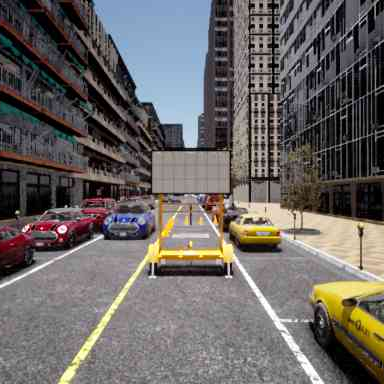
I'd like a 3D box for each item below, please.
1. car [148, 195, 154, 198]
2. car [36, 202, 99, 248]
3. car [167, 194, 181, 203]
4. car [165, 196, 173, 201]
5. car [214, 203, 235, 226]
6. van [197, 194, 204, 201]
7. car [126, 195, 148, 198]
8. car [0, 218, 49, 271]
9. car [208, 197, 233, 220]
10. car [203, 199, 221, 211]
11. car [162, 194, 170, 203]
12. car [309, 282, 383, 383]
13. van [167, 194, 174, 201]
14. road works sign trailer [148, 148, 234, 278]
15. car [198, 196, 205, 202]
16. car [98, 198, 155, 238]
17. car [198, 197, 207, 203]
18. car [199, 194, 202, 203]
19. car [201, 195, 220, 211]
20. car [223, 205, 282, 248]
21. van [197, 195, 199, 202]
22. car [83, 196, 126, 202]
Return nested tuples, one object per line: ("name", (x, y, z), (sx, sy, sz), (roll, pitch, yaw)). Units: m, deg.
("car", (-5.861, 1.364, 42.863), (2.192, 1.841, 5.009), (0, 0, 0))
("car", (-5.744, 1.447, 14.545), (1.967, 1.590, 4.097), (0, 0, 0))
("car", (-3.272, 1.681, 65.795), (1.994, 1.385, 4.181), (0, 0, 0))
("car", (-6.052, 1.772, 88.166), (1.947, 1.339, 4.313), (0, 0, 0))
("car", (2.612, 1.579, 20.244), (1.947, 1.339, 4.313), (0, 0, 0))
("van", (2.328, 1.547, 88.202), (1.690, 1.788, 3.998), (0, 0, 0))
("car", (-5.813, 1.342, 31.535), (2.192, 1.841, 5.009), (0, 0, 0))
("car", (-5.721, 1.585, 8.882), (1.802, 1.307, 4.206), (0, 0, 0))
("car", (2.589, 1.460, 25.907), (1.967, 1.590, 4.097), (0, 0, 0))
("car", (2.518, 1.599, 42.897), (2.008, 1.369, 4.403), (0, 0, 0))
("car", (-5.981, 1.704, 71.177), (1.947, 1.339, 4.313), (0, 0, 0))
("car", (2.683, 1.526, 3.425), (1.752, 1.417, 4.829), (0, 0, 0))
("van", (-6.075, 1.574, 93.832), (1.690, 1.788, 3.998), (0, 0, 0))
("road works sign trailer", (-0.034, 0.468, 10.102), (2.380, 3.560, 2.880), (0, 0, 0))
("car", (2.352, 1.764, 82.538), (1.802, 1.307, 4.206), (0, 0, 0))
("car", (-3.172, 1.363, 17.537), (2.097, 1.767, 4.553), (0, 0, 0))
("car", (2.376, 1.742, 76.876), (1.802, 1.307, 4.206), (0, 0, 0))
("car", (2.495, 1.377, 48.559), (2.192, 1.841, 5.009), (0, 0, 0))
("car", (2.543, 1.352, 37.234), (2.192, 1.841, 5.009), (0, 0, 0))
("car", (2.635, 1.533, 14.750), (1.752, 1.417, 4.829), (0, 0, 0))
("van", (2.400, 1.479, 71.213), (1.690, 1.788, 3.998), (0, 0, 0))
("car", (-5.766, 1.329, 20.209), (2.192, 1.841, 5.009), (0, 0, 0))
